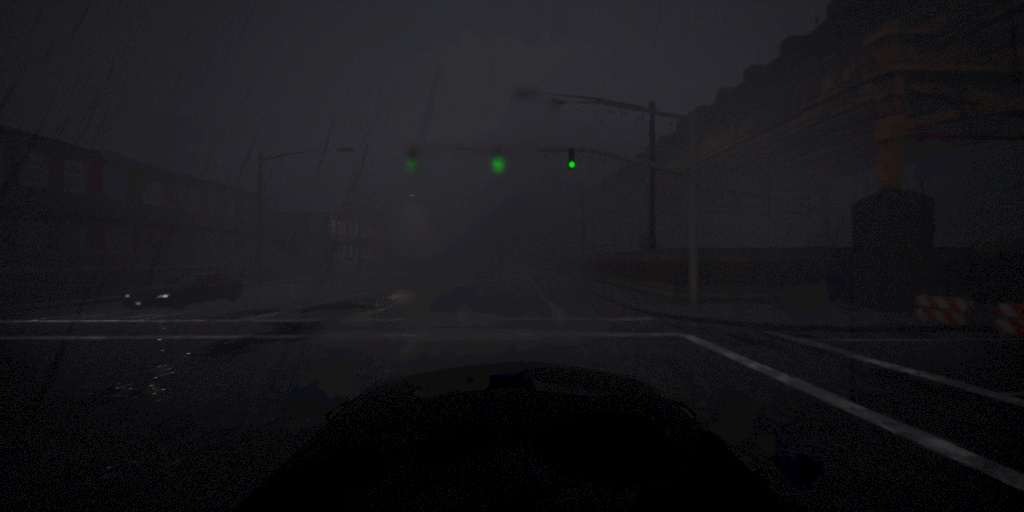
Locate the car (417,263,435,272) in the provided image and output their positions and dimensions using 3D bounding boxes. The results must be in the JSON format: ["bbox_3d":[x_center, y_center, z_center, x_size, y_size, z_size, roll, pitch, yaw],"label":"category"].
[{"bbox_3d":[-13.996,1.818,58.539,2.033,1.411,5.357,0,-1,0],"label":"car"}]

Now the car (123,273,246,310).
[{"bbox_3d":[-13.983,1.488,15.742,1.812,1.442,4.674,0,0,0],"label":"car"}]
